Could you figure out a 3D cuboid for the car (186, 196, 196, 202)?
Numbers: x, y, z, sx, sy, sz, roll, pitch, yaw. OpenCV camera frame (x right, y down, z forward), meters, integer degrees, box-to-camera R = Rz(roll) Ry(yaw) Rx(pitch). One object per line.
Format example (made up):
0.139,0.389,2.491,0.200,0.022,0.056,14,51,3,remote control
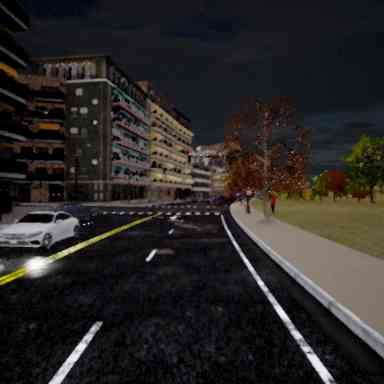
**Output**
-0.271,1.730,89.226,2.097,1.767,4.553,0,0,12,car

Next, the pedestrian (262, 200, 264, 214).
7.113,1.215,32.986,0.375,1.860,0.375,0,0,5,pedestrian

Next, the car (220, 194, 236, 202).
9.606,1.613,88.770,2.150,2.045,5.566,0,0,13,car

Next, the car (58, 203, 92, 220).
-9.075,1.555,24.514,2.033,1.411,5.357,0,0,4,car

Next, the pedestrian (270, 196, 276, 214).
8.158,1.264,33.504,0.375,1.860,0.375,0,0,5,pedestrian

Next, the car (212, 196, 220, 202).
6.503,1.914,89.806,2.128,1.511,4.902,0,0,13,car

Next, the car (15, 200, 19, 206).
-23.049,1.139,39.682,4.403,1.369,2.008,1,-2,-15,car

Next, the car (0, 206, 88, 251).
-6.320,1.523,14.264,1.812,1.442,4.674,0,0,2,car

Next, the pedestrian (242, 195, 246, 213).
5.440,1.215,34.325,0.375,1.860,0.375,0,0,5,pedestrian
